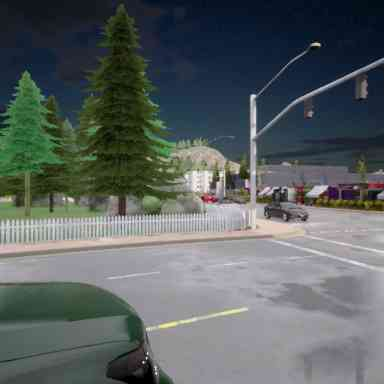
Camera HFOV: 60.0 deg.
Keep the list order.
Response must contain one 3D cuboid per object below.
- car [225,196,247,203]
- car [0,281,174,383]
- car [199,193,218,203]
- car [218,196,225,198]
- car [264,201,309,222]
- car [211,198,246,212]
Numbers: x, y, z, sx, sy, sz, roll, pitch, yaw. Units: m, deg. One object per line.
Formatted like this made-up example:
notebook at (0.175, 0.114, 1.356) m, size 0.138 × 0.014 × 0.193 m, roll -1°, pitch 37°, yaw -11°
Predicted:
car at (8.616, 1.547, 62.284) m, size 2.128 × 1.511 × 4.902 m, roll 0°, pitch 0°, yaw -16°
car at (-2.779, 1.221, 1.653) m, size 5.566 × 2.045 × 2.150 m, roll 0°, pitch 0°, yaw -36°
car at (2.844, 1.277, 69.594) m, size 2.150 × 2.045 × 5.566 m, roll 0°, pitch 0°, yaw -17°
car at (5.989, 1.559, 71.147) m, size 1.837 × 1.490 × 4.892 m, roll 0°, pitch 0°, yaw -16°
car at (7.671, 1.560, 27.462) m, size 1.837 × 1.490 × 4.892 m, roll 0°, pitch 0°, yaw -16°
car at (4.222, 1.656, 39.238) m, size 1.895 × 1.301 × 4.718 m, roll 0°, pitch 0°, yaw -16°
